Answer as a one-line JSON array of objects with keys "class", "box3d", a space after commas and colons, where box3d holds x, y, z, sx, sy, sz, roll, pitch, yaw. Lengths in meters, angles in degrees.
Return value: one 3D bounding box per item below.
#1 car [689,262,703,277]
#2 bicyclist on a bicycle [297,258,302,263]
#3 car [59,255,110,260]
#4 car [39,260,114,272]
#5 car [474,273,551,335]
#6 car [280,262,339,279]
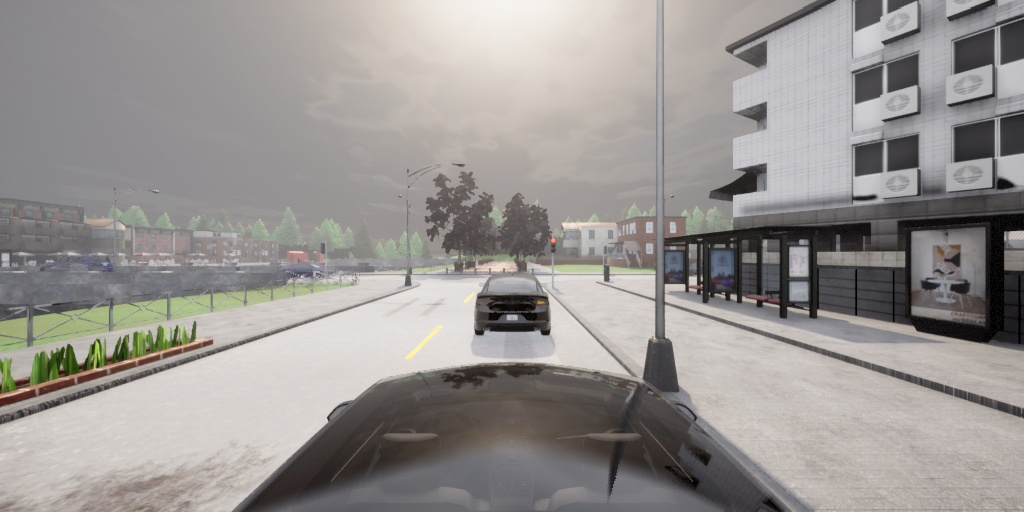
[{"class": "car", "box3d": [18.419, 1.314, 35.414, 4.181, 1.385, 1.994, 0, 0, 0]}, {"class": "bicyclist on a bicycle", "box3d": [-23.462, 1.099, 39.554, 0.582, 1.620, 1.656, 0, 0, 0]}, {"class": "car", "box3d": [-42.686, 0.971, 35.231, 5.566, 2.045, 2.150, 0, 0, 0]}, {"class": "car", "box3d": [-37.775, 1.313, 31.147, 4.181, 1.385, 1.994, 0, 0, 0]}, {"class": "car", "box3d": [0.025, 1.228, 10.502, 1.882, 1.535, 5.008, 0, 0, 0]}, {"class": "car", "box3d": [-17.580, 1.276, 31.185, 4.674, 1.442, 1.812, 0, 0, 0]}]
